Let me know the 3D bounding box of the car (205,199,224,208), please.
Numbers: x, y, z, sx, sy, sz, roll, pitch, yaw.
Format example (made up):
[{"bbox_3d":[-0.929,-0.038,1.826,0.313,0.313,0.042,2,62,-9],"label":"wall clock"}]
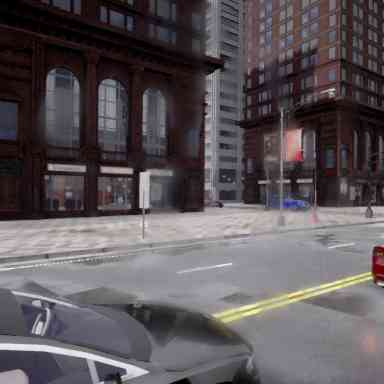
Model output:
[{"bbox_3d":[3.085,1.820,51.550,1.994,1.385,4.181,1,-1,-36],"label":"car"}]

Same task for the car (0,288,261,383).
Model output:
[{"bbox_3d":[-1.602,1.492,2.303,4.902,1.511,2.128,0,0,-35],"label":"car"}]

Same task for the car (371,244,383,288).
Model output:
[{"bbox_3d":[6.227,1.488,7.875,5.008,1.535,1.882,0,0,-35],"label":"car"}]

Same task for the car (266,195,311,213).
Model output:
[{"bbox_3d":[11.424,1.417,39.822,2.150,2.045,5.566,1,-1,-35],"label":"car"}]
